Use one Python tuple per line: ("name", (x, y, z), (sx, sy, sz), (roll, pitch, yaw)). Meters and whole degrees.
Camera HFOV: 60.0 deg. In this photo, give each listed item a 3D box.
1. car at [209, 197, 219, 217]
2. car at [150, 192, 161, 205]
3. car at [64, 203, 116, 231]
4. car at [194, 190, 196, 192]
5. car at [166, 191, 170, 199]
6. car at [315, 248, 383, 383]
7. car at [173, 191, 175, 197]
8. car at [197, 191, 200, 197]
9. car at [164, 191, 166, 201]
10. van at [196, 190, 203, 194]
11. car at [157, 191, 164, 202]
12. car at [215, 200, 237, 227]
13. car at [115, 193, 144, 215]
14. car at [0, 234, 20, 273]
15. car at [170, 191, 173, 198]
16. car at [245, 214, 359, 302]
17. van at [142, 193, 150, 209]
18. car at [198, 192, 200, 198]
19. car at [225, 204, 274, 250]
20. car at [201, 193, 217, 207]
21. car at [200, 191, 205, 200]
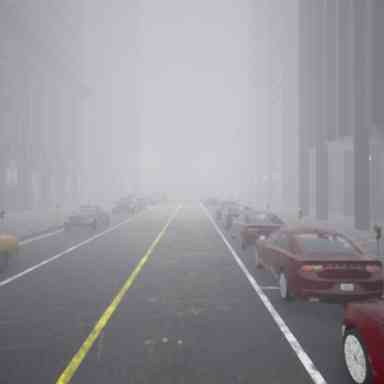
("car", (2.598, 1.347, 24.811), (1.947, 1.339, 4.313), (1, 1, 0))
("car", (-6.003, 1.146, 47.272), (1.947, 1.339, 4.313), (1, 1, 0))
("car", (-5.909, 1.420, 19.151), (1.802, 1.307, 4.206), (1, 1, 0))
("car", (2.376, 0.463, 92.300), (2.192, 1.841, 5.009), (1, 1, 0))
("car", (-6.056, 0.737, 64.142), (2.192, 1.841, 5.009), (1, 1, 0))
("car", (2.673, 1.522, 2.312), (1.887, 1.381, 4.507), (1, 0, 0))
("car", (-6.134, 0.790, 86.641), (1.802, 1.307, 4.206), (1, 1, 0))
("car", (2.467, 0.966, 64.181), (2.008, 1.369, 4.403), (1, 1, 0))
("car", (-6.039, 1.002, 58.350), (1.752, 1.417, 4.829), (1, 1, 0))
("van", (2.413, 0.596, 81.052), (1.690, 1.788, 3.998), (1, 1, 0))
("car", (-6.020, 0.968, 52.895), (1.967, 1.590, 4.097), (1, 1, 0))
("car", (2.617, 1.376, 19.185), (1.887, 1.381, 4.507), (1, 1, 0))
("car", (-5.945, 1.176, 30.399), (1.967, 1.590, 4.097), (1, 1, 0))
("car", (-5.871, 1.463, 7.732), (1.752, 1.417, 4.829), (1, 0, 0))
("car", (-6.095, 0.755, 75.391), (1.967, 1.590, 4.097), (1, 1, 0))
("car", (2.654, 1.475, 7.936), (1.887, 1.381, 4.507), (1, 0, 0))
("van", (-5.963, 1.025, 36.022), (1.690, 1.788, 3.998), (1, 1, 0))
("car", (2.486, 1.013, 58.556), (1.887, 1.381, 4.507), (1, 1, 0))
("car", (2.636, 1.426, 13.561), (1.887, 1.381, 4.507), (1, 1, 0))
("car", (2.542, 1.171, 41.683), (1.887, 1.381, 4.507), (1, 1, 0))
("car", (2.524, 1.014, 47.307), (1.967, 1.590, 4.097), (1, 1, 0))
